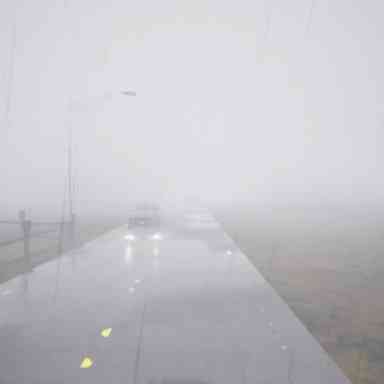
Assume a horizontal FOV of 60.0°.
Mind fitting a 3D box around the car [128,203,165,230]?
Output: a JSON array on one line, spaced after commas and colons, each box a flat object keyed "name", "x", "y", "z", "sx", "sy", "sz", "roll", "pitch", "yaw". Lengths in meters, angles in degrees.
[{"name": "car", "x": -2.809, "y": 1.480, "z": 21.351, "sx": 1.882, "sy": 1.535, "sz": 5.008, "roll": 0, "pitch": 0, "yaw": 0}]

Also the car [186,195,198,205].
[{"name": "car", "x": 0.012, "y": 1.458, "z": 58.737, "sx": 2.128, "sy": 1.511, "sz": 4.902, "roll": 0, "pitch": 0, "yaw": 0}]

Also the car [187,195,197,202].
[{"name": "car", "x": 0.013, "y": 1.302, "z": 69.105, "sx": 1.994, "sy": 1.385, "sz": 4.181, "roll": 0, "pitch": 0, "yaw": 0}]
